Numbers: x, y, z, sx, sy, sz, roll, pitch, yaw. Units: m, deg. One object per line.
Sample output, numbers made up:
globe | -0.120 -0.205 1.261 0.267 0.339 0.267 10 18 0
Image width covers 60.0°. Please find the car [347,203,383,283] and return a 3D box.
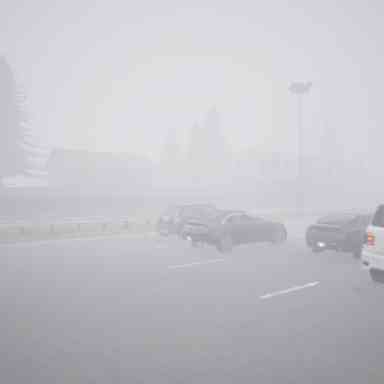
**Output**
car | 6.497 1.220 8.378 5.566 2.045 2.150 0 0 -36

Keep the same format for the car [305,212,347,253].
car | 6.297 1.502 12.542 4.892 1.490 1.837 0 0 -36

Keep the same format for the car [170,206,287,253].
car | 1.856 1.490 13.672 4.902 1.511 2.128 0 0 -36

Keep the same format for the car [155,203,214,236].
car | 0.490 1.350 16.994 4.553 1.767 2.097 0 0 -36
